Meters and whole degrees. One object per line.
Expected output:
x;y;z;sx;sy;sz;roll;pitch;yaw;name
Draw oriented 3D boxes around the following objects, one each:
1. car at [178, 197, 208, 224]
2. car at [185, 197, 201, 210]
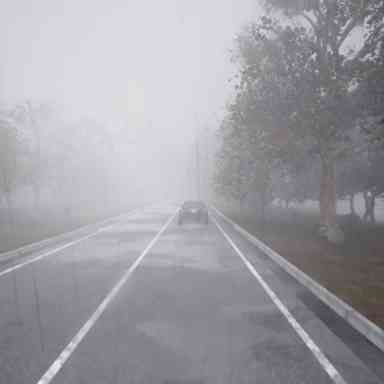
0.102;1.342;24.859;2.097;1.767;4.553;0;0;0;car
0.104;1.405;42.921;1.882;1.535;5.008;0;0;0;car
